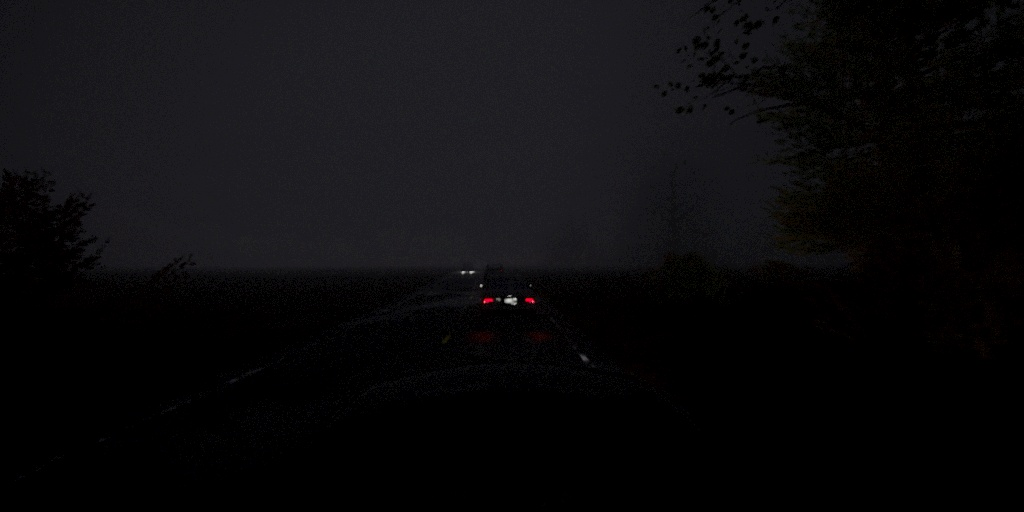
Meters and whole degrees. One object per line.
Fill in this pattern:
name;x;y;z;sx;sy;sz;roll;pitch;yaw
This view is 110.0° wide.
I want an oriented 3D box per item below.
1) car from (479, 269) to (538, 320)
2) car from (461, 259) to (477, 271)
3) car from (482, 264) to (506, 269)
car;-0.202;1.362;12.885;2.033;1.411;5.357;0;0;-3
car;-6.810;1.620;55.325;2.033;1.411;5.357;0;0;-4
car;-1.551;1.415;31.304;2.128;1.511;4.902;0;0;-5
